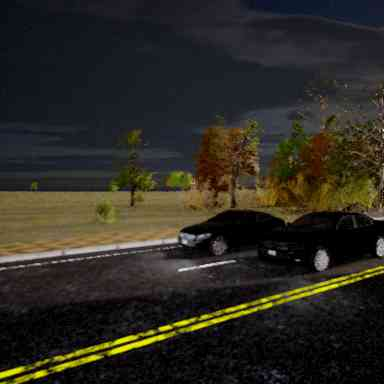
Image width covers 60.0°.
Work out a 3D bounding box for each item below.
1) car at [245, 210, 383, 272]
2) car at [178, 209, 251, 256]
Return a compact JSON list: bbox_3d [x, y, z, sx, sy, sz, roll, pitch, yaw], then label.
[{"bbox_3d":[4.260,1.351,10.475,5.008,1.535,1.882,-1,1,-34],"label":"car"},{"bbox_3d":[1.688,1.406,12.662,4.674,1.442,1.812,-1,1,-34],"label":"car"}]
